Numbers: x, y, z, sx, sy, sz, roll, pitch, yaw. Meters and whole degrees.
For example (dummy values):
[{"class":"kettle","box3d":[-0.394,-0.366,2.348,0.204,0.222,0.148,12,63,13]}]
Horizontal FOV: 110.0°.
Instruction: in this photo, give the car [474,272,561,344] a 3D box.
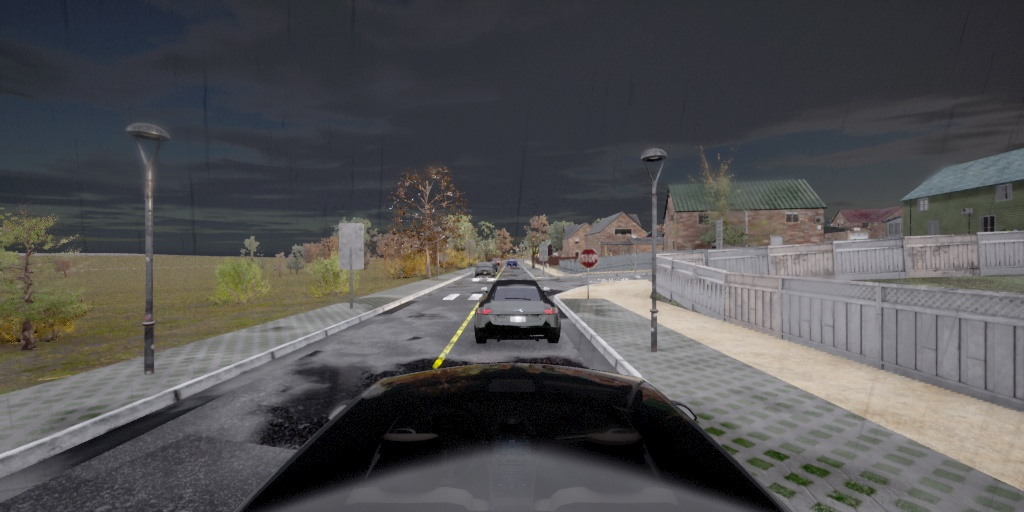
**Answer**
[{"class":"car","box3d":[0.100,1.313,9.630,1.994,1.385,4.181,0,0,-1]}]

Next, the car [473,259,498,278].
[{"class":"car","box3d":[-2.620,1.260,34.163,1.837,1.490,4.892,0,0,-5]}]

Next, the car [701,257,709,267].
[{"class":"car","box3d":[13.920,0.423,23.162,5.357,1.411,2.033,-3,0,15]}]

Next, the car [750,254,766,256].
[{"class":"car","box3d":[14.341,0.356,19.983,4.674,1.442,1.812,-3,0,14]}]

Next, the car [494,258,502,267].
[{"class":"car","box3d":[-2.863,1.314,48.678,2.033,1.411,5.357,0,0,0]}]
